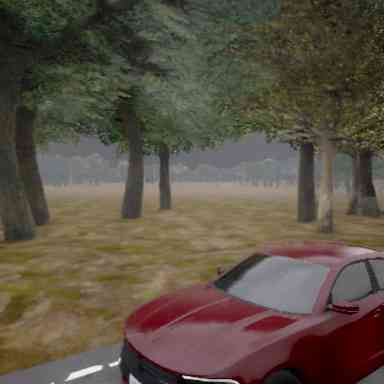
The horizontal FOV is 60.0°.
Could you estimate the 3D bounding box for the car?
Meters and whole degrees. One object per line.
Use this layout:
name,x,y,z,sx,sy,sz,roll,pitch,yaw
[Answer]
car,1.525,1.470,4.464,5.008,1.535,1.882,0,0,-35
